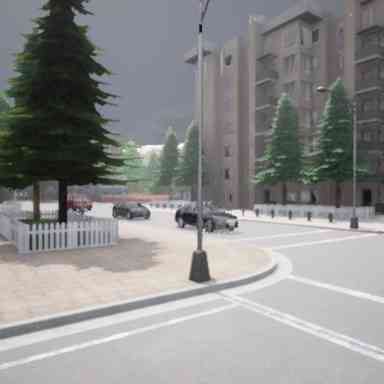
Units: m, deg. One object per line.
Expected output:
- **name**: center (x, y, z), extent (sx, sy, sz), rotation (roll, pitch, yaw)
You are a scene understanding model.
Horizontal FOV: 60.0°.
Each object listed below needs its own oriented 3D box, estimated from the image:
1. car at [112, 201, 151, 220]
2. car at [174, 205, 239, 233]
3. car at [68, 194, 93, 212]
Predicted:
- **car**: center (-5.289, 1.556, 28.771), extent (1.837, 1.490, 4.892), rotation (0, 0, -36)
- **car**: center (0.798, 1.543, 20.382), extent (2.128, 1.511, 4.902), rotation (0, 0, -36)
- **car**: center (-14.069, 1.258, 40.980), extent (2.150, 2.045, 5.566), rotation (0, 0, -36)
